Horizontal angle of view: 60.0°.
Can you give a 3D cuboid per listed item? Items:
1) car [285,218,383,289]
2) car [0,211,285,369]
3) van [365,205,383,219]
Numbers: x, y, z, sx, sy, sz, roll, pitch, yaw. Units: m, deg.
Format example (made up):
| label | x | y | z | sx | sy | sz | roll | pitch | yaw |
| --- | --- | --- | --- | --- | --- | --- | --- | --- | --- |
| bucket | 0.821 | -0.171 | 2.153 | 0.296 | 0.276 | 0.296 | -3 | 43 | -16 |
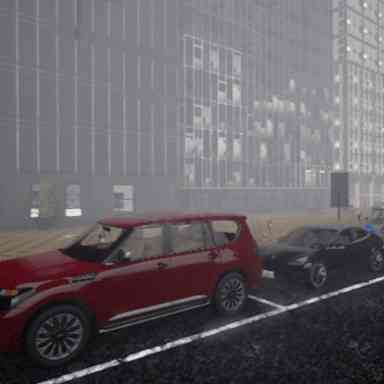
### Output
| label | x | y | z | sx | sy | sz | roll | pitch | yaw |
| --- | --- | --- | --- | --- | --- | --- | --- | --- | --- |
| car | 3.579 | 1.562 | 9.125 | 4.313 | 1.339 | 1.947 | 0 | 0 | -36 |
| car | -0.916 | 1.313 | 5.915 | 5.009 | 1.841 | 2.192 | 0 | 0 | -36 |
| van | 8.072 | 1.335 | 12.336 | 3.998 | 1.788 | 1.690 | 0 | 0 | -36 |
